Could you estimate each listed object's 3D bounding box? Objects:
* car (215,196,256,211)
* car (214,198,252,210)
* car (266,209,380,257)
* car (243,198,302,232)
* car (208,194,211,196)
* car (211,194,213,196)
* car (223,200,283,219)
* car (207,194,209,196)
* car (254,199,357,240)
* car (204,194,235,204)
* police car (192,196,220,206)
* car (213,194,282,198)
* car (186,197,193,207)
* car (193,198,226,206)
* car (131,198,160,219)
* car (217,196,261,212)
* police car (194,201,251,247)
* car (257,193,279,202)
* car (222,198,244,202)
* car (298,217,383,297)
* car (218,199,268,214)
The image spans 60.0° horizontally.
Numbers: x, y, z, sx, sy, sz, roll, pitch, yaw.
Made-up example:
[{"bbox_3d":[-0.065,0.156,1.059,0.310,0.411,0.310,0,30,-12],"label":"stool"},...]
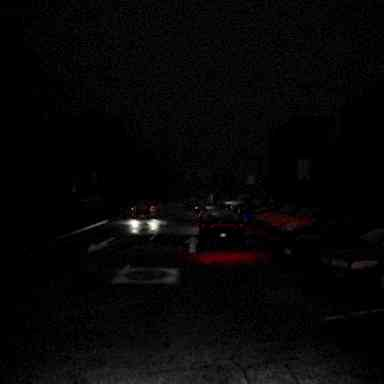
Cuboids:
[{"bbox_3d":[5.401,1.405,41.382,4.553,1.767,2.185,1,0,-20],"label":"car"},{"bbox_3d":[5.443,1.581,44.390,4.674,1.452,2.002,1,0,-20],"label":"car"},{"bbox_3d":[5.291,1.513,11.354,4.792,1.488,2.163,1,0,-20],"label":"car"},{"bbox_3d":[5.370,1.362,17.375,4.553,1.767,2.185,1,0,-20],"label":"car"},{"bbox_3d":[5.451,1.560,50.401,5.008,1.535,2.097,1,0,-20],"label":"car"},{"bbox_3d":[5.485,1.425,47.399,4.553,1.767,2.185,1,0,-20],"label":"car"},{"bbox_3d":[5.356,1.532,29.365,4.792,1.488,2.163,1,0,-20],"label":"car"},{"bbox_3d":[5.295,1.586,59.346,5.366,1.575,1.946,1,0,-20],"label":"car"},{"bbox_3d":[5.360,1.360,14.374,4.553,1.767,2.185,1,0,-20],"label":"car"},{"bbox_3d":[5.491,1.361,65.439,5.566,2.045,2.435,1,0,-20],"label":"car"},{"bbox_3d":[1.233,1.446,31.197,1.930,1.638,5.238,0,0,0],"label":"police car"},{"bbox_3d":[5.374,1.256,32.367,5.566,2.045,2.435,1,0,-20],"label":"car"},{"bbox_3d":[0.086,1.556,51.567,1.882,1.535,5.008,0,0,0],"label":"car"},{"bbox_3d":[1.213,1.465,25.277,1.801,1.575,5.366,0,0,0],"label":"car"},{"bbox_3d":[-4.004,1.367,29.090,2.097,1.767,4.553,0,0,0],"label":"car"},{"bbox_3d":[5.390,1.397,38.380,4.553,1.767,2.185,1,0,-20],"label":"car"},{"bbox_3d":[1.182,1.425,15.196,1.930,1.638,5.238,0,0,0],"label":"police car"},{"bbox_3d":[18.477,1.427,81.416,2.435,2.045,5.566,0,0,-21],"label":"car"},{"bbox_3d":[5.198,1.491,26.308,5.366,1.575,1.946,1,0,-20],"label":"car"},{"bbox_3d":[5.314,1.524,8.362,4.674,1.452,2.002,1,0,-20],"label":"car"},{"bbox_3d":[5.384,1.544,35.366,4.792,1.488,2.163,1,0,-20],"label":"car"}]
